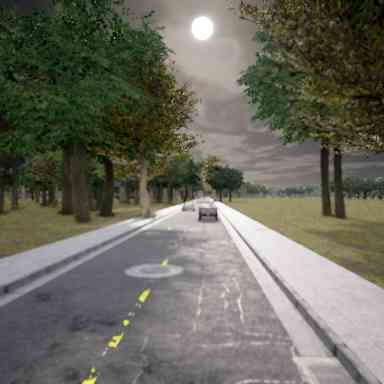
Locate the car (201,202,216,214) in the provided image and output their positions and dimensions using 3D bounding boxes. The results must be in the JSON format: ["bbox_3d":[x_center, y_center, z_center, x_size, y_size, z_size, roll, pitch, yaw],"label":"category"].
[{"bbox_3d":[2.158,2.068,44.550,1.837,1.490,4.892,0,-1,2],"label":"car"}]

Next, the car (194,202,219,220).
[{"bbox_3d":[1.605,1.901,32.980,2.128,1.511,4.902,0,-1,3],"label":"car"}]

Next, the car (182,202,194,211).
[{"bbox_3d":[-0.519,2.234,50.374,1.895,1.301,4.718,0,-1,3],"label":"car"}]
